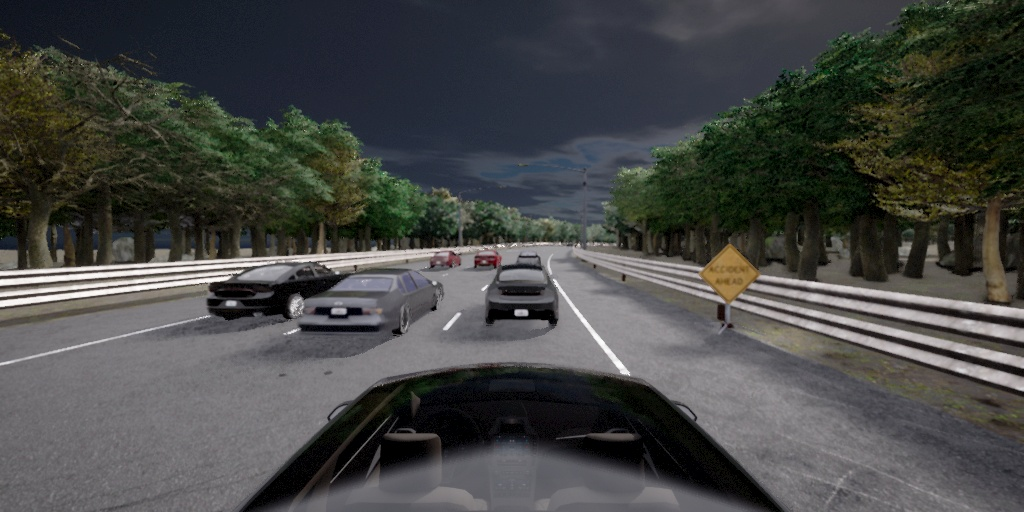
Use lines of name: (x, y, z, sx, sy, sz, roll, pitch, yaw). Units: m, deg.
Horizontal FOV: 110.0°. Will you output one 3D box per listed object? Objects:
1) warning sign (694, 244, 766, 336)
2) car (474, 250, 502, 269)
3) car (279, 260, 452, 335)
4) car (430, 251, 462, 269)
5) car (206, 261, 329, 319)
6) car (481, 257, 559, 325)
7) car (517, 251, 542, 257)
warning sign: (4.666, 0.667, 7.766, 1.300, 1.860, 1.060, 0, 0, 2)
car: (-1.974, 0.223, 30.649, 1.882, 1.535, 5.008, 0, 2, 5)
car: (-3.238, 1.032, 9.457, 2.033, 1.411, 5.357, 0, 2, 3)
car: (-5.527, 0.285, 30.189, 1.812, 1.442, 4.674, 0, 2, 5)
car: (-6.674, 0.901, 11.121, 1.882, 1.535, 5.008, 0, 2, 2)
car: (0.306, 0.957, 10.516, 1.837, 1.490, 4.892, 0, 2, 2)
car: (1.384, 0.305, 28.836, 2.128, 1.511, 4.902, 0, 2, 5)
